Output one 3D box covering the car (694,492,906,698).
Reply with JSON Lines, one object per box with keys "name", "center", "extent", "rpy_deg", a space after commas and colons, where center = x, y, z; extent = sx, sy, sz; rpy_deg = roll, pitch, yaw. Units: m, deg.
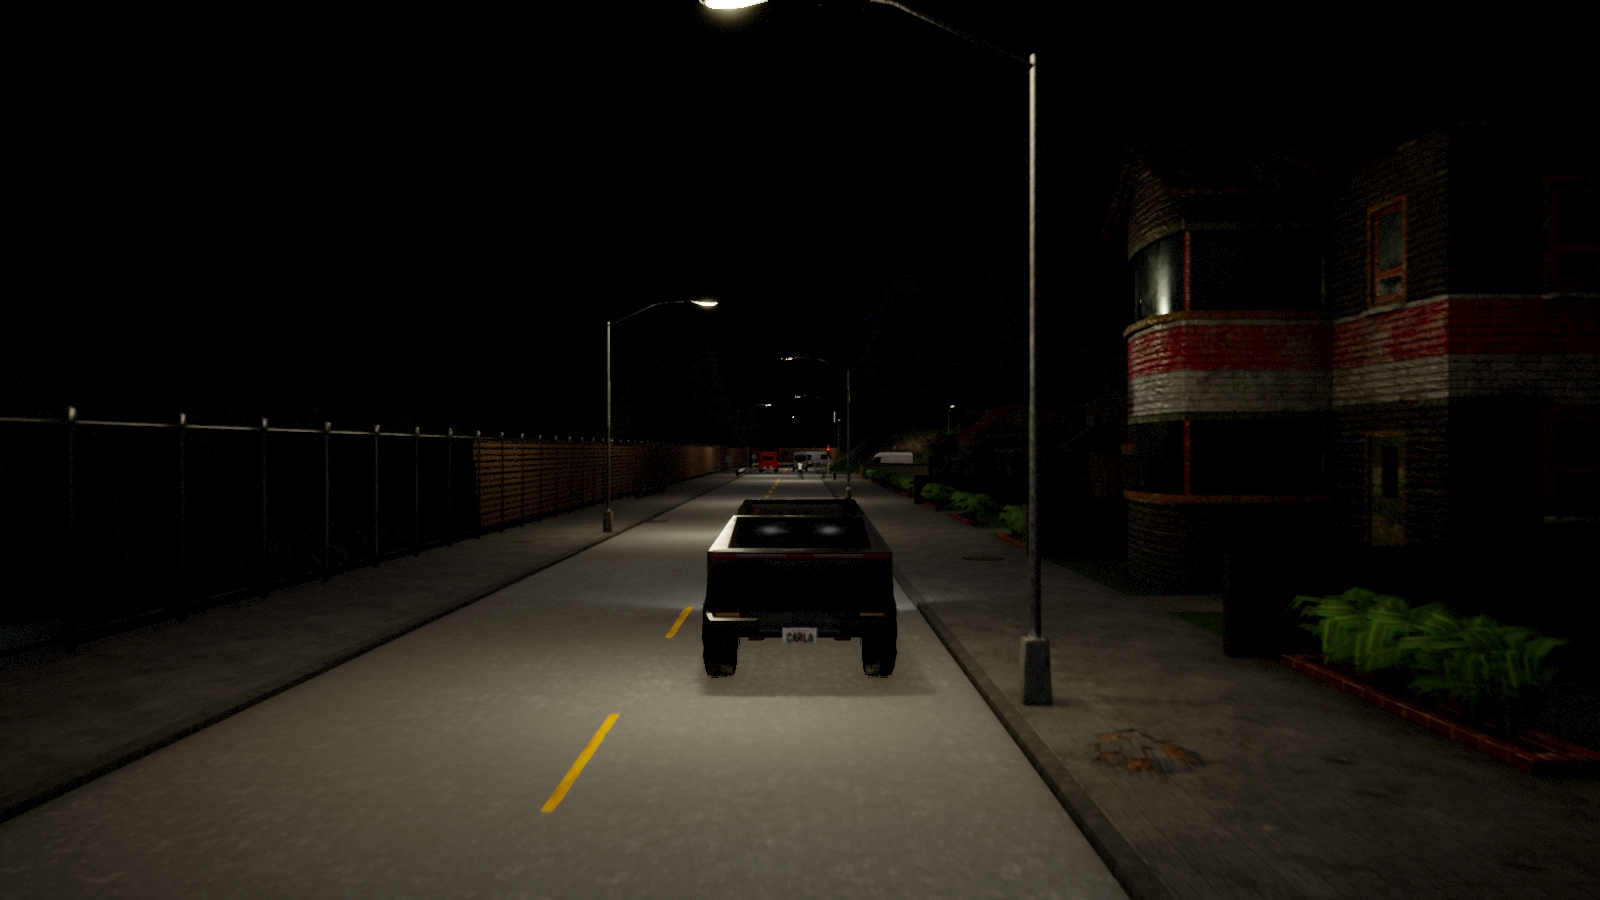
{"name": "car", "center": [-0.002, 1.753, 16.054], "extent": [2.390, 2.098, 6.274], "rpy_deg": [0, 0, 0]}
